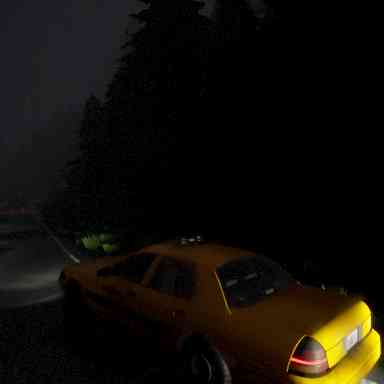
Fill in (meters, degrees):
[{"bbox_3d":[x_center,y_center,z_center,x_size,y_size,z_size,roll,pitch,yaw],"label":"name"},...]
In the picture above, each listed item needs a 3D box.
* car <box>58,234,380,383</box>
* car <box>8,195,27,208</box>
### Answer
[{"bbox_3d":[-0.238,1.417,5.102,5.366,1.575,1.801,1,1,45],"label":"car"},{"bbox_3d":[-21.009,1.057,40.141,2.128,1.511,4.902,-2,2,-26],"label":"car"}]
